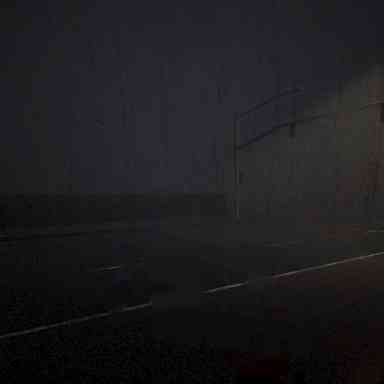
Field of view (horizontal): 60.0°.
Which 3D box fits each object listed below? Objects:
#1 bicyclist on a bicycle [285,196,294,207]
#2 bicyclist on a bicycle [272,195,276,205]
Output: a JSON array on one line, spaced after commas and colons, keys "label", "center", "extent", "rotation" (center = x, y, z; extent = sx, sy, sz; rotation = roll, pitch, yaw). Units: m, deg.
[{"label": "bicyclist on a bicycle", "center": [14.481, 1.466, 49.526], "extent": [1.656, 1.620, 0.582], "rotation": [0, 0, -23]}, {"label": "bicyclist on a bicycle", "center": [13.482, 1.314, 54.434], "extent": [0.582, 1.620, 1.656], "rotation": [0, 0, 21]}]
